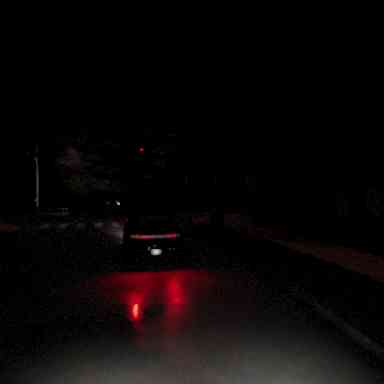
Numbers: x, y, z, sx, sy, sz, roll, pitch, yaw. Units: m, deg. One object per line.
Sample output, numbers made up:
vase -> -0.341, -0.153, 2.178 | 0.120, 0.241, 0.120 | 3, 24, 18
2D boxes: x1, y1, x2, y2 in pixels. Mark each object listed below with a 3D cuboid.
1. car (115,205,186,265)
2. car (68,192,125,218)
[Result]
car -> -1.441, 1.436, 11.540 | 2.128, 1.511, 4.902 | 0, 0, -11
car -> -8.110, 1.001, 28.178 | 5.566, 2.045, 2.150 | 1, -1, 35
